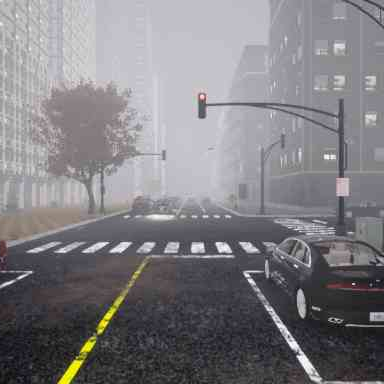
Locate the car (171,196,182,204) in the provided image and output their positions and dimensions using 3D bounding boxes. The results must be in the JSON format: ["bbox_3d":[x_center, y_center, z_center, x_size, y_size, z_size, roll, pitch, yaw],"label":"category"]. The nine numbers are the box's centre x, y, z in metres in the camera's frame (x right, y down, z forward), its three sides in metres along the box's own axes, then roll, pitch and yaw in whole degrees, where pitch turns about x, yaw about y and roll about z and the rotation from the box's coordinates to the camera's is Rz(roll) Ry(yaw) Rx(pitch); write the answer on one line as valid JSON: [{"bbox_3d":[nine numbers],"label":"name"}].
[{"bbox_3d":[-3.107,1.531,67.645,1.882,1.535,5.008,0,0,0],"label":"car"}]

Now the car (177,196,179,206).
[{"bbox_3d":[-3.159,1.629,46.443,1.895,1.301,4.718,0,0,0],"label":"car"}]

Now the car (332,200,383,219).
[{"bbox_3d":[13.391,1.350,26.366,4.403,1.369,2.008,-1,1,-1],"label":"car"}]

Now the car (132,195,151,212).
[{"bbox_3d":[-5.743,1.336,39.324,2.192,1.841,5.009,0,0,0],"label":"car"}]

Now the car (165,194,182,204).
[{"bbox_3d":[-3.157,1.516,56.459,1.882,1.535,5.008,0,0,0],"label":"car"}]

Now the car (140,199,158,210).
[{"bbox_3d":[-5.750,1.592,44.847,1.947,1.339,4.313,0,0,0],"label":"car"}]

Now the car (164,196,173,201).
[{"bbox_3d":[-5.800,1.632,83.507,2.008,1.369,4.403,0,0,0],"label":"car"}]

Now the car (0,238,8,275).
[{"bbox_3d":[-5.701,1.545,6.936,1.887,1.381,4.507,0,0,0],"label":"car"}]

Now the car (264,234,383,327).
[{"bbox_3d":[2.679,1.551,6.946,2.008,1.369,4.403,0,0,0],"label":"car"}]

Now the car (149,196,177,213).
[{"bbox_3d":[-3.147,1.510,37.139,2.128,1.511,4.902,0,0,0],"label":"car"}]

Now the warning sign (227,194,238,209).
[{"bbox_3d":[5.015,1.138,41.463,1.300,1.860,1.060,0,0,0],"label":"warning sign"}]

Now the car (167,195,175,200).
[{"bbox_3d":[-5.814,1.654,94.552,2.008,1.369,4.403,0,0,0],"label":"car"}]

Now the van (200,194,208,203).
[{"bbox_3d":[2.595,1.402,72.472,1.690,1.788,3.998,0,0,0],"label":"van"}]

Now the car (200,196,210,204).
[{"bbox_3d":[2.602,1.578,67.118,1.752,1.417,4.829,0,0,0],"label":"car"}]

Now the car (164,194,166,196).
[{"bbox_3d":[-5.786,1.627,72.461,1.947,1.339,4.313,0,0,0],"label":"car"}]

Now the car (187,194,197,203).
[{"bbox_3d":[-0.089,1.602,68.653,2.033,1.411,5.357,0,0,0],"label":"car"}]

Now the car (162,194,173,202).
[{"bbox_3d":[-5.793,1.385,77.983,2.192,1.841,5.009,0,0,0],"label":"car"}]

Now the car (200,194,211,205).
[{"bbox_3d":[2.610,1.610,61.425,1.947,1.339,4.313,0,0,0],"label":"car"}]
